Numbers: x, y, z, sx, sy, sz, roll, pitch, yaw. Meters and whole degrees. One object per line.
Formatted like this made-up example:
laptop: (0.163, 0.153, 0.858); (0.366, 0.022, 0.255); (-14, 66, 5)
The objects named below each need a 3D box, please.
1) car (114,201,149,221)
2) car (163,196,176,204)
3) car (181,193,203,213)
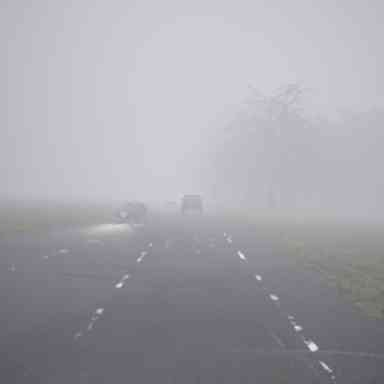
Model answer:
car: (-4.822, 1.507, 27.217); (2.128, 1.511, 4.902); (0, 0, 7)
car: (-3.518, 1.368, 53.180); (1.882, 1.535, 5.008); (0, 0, 0)
car: (-0.013, 1.255, 36.983); (2.150, 2.045, 5.566); (0, 0, 0)
